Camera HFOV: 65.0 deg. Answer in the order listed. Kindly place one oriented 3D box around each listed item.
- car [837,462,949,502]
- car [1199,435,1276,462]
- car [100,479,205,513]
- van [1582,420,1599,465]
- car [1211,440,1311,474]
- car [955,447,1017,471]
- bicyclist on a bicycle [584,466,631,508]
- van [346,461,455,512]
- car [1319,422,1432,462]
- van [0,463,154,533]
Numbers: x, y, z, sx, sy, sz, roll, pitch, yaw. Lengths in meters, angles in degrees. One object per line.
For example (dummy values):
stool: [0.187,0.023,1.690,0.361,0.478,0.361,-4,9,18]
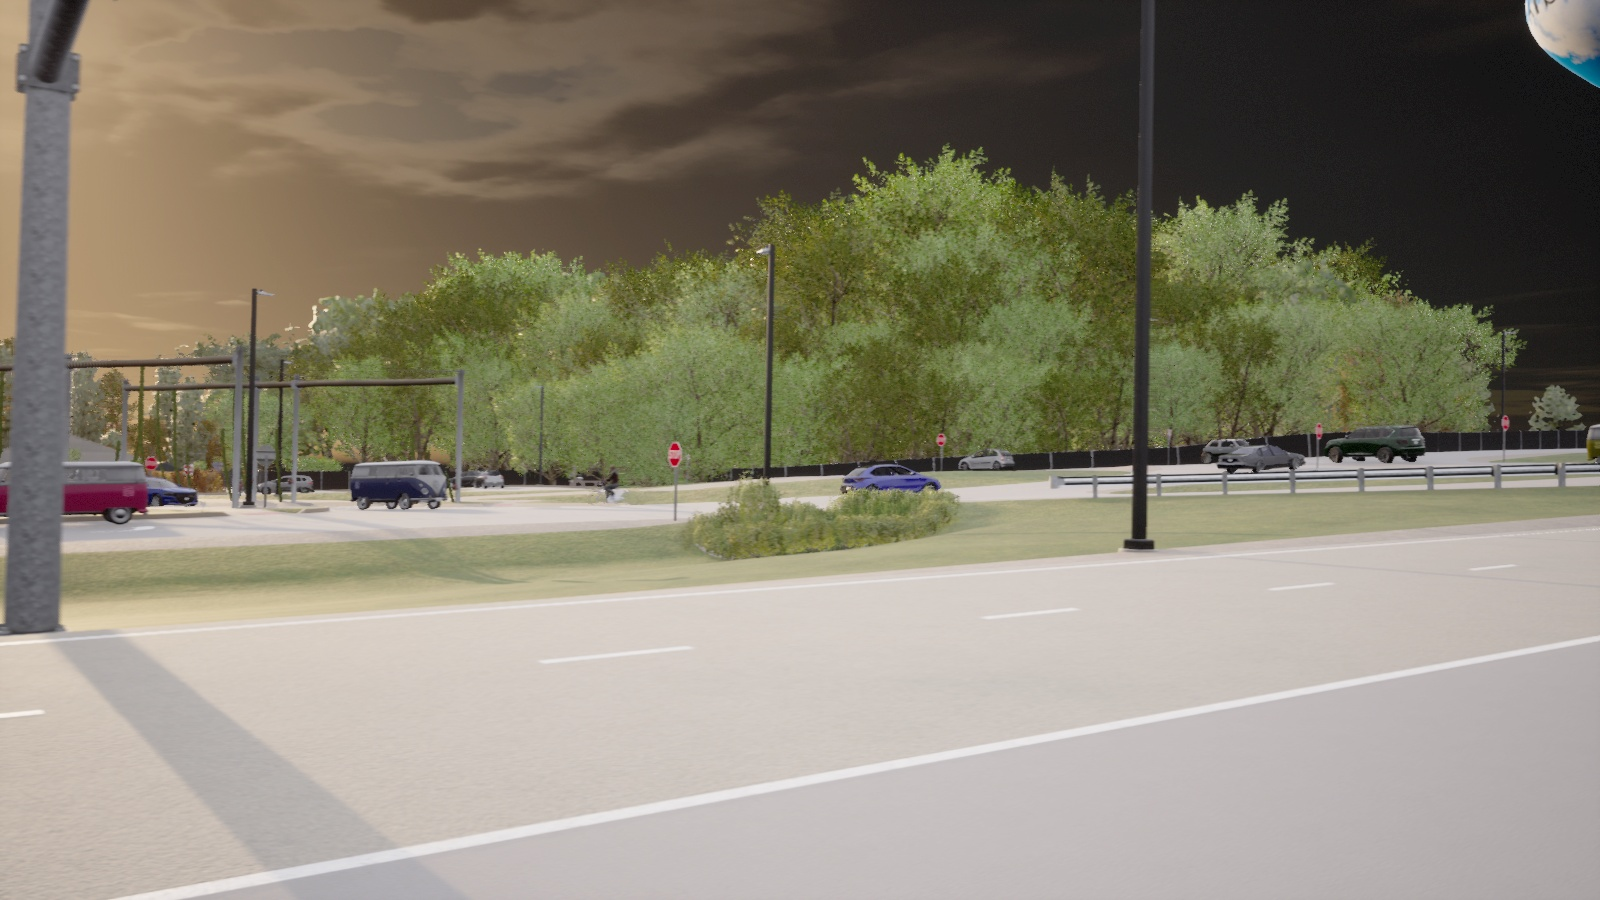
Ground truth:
car: [3.802,1.295,51.309,4.193,1.474,1.816,-1,-1,-28]
car: [25.866,-0.068,74.324,1.970,1.475,3.806,-3,1,-39]
car: [-30.671,2.171,59.489,5.008,1.535,1.882,-1,-2,28]
van: [37.118,-0.382,55.060,1.775,1.987,4.442,-3,1,-34]
car: [23.830,0.334,64.869,5.357,1.411,2.033,-4,2,-34]
car: [13.421,0.679,90.839,3.988,1.617,1.851,-3,-2,40]
bicyclist on a bicycle: [-8.175,1.581,53.281,1.843,1.776,0.659,-1,-3,13]
van: [-16.314,1.518,51.188,4.442,1.987,1.775,-2,-2,32]
car: [31.838,-0.448,69.659,2.150,2.045,5.566,-3,1,-26]
van: [-22.626,1.435,38.894,4.442,1.987,1.775,-1,0,-36]
